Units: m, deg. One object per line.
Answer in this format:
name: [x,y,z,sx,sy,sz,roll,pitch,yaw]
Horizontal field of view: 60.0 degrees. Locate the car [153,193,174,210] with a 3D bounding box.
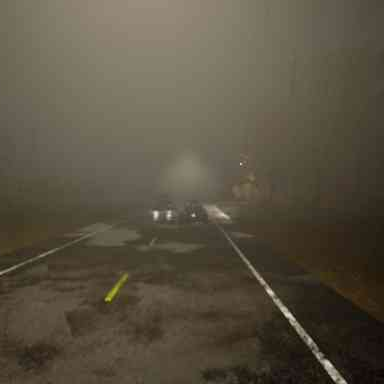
car: [-3.461,1.159,41.450,2.150,2.045,5.566,0,0,1]

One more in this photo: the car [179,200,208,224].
car: [0.099,1.528,24.166,1.994,1.385,4.181,0,0,0]

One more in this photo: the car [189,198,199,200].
car: [0.245,1.462,42.076,1.812,1.442,4.674,0,0,1]
